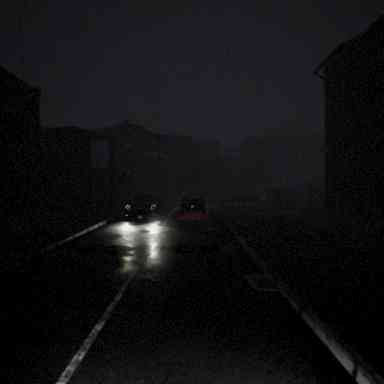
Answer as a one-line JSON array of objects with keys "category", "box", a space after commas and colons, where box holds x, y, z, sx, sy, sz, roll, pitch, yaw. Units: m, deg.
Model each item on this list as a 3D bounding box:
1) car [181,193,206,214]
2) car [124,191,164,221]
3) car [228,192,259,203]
[{"category": "car", "box": [0.137, 0.854, 27.155, 1.882, 1.535, 5.008, 0, 2, 2]}, {"category": "car", "box": [-3.115, 0.870, 22.229, 2.097, 1.767, 4.553, 0, 2, 1]}, {"category": "car", "box": [6.723, 0.704, 42.665, 4.902, 1.511, 2.128, 1, -1, -43]}]
